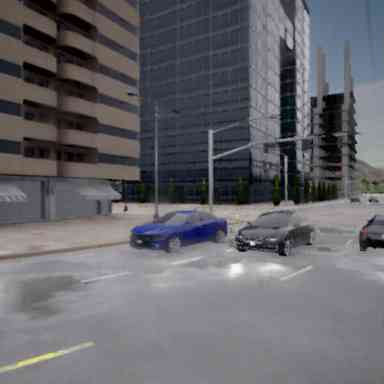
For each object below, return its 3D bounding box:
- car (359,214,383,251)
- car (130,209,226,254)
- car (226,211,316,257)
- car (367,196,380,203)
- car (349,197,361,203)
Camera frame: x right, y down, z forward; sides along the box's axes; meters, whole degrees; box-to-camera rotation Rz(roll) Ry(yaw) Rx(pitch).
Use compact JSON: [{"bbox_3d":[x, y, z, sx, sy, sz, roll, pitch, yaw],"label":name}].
[{"bbox_3d":[8.126,1.580,13.608,1.994,1.385,4.181,0,0,34],"label":"car"},{"bbox_3d":[-0.369,1.522,13.997,1.882,1.535,5.008,0,0,38],"label":"car"},{"bbox_3d":[3.495,1.537,13.309,1.837,1.490,4.892,0,-1,36],"label":"car"},{"bbox_3d":[37.854,1.593,69.325,1.837,1.490,4.892,0,0,31],"label":"car"},{"bbox_3d":[34.842,1.703,71.107,1.895,1.301,4.718,0,0,31],"label":"car"}]
